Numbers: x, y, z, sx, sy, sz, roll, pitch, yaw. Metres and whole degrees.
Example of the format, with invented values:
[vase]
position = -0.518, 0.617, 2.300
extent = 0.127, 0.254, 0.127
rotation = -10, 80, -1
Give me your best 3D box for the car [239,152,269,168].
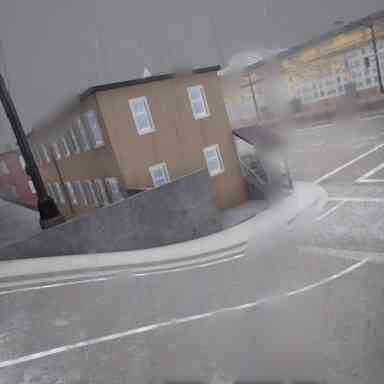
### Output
[car]
position = 4.724, -2.833, 30.250
extent = 1.837, 1.490, 4.892
rotation = -23, 13, -32
